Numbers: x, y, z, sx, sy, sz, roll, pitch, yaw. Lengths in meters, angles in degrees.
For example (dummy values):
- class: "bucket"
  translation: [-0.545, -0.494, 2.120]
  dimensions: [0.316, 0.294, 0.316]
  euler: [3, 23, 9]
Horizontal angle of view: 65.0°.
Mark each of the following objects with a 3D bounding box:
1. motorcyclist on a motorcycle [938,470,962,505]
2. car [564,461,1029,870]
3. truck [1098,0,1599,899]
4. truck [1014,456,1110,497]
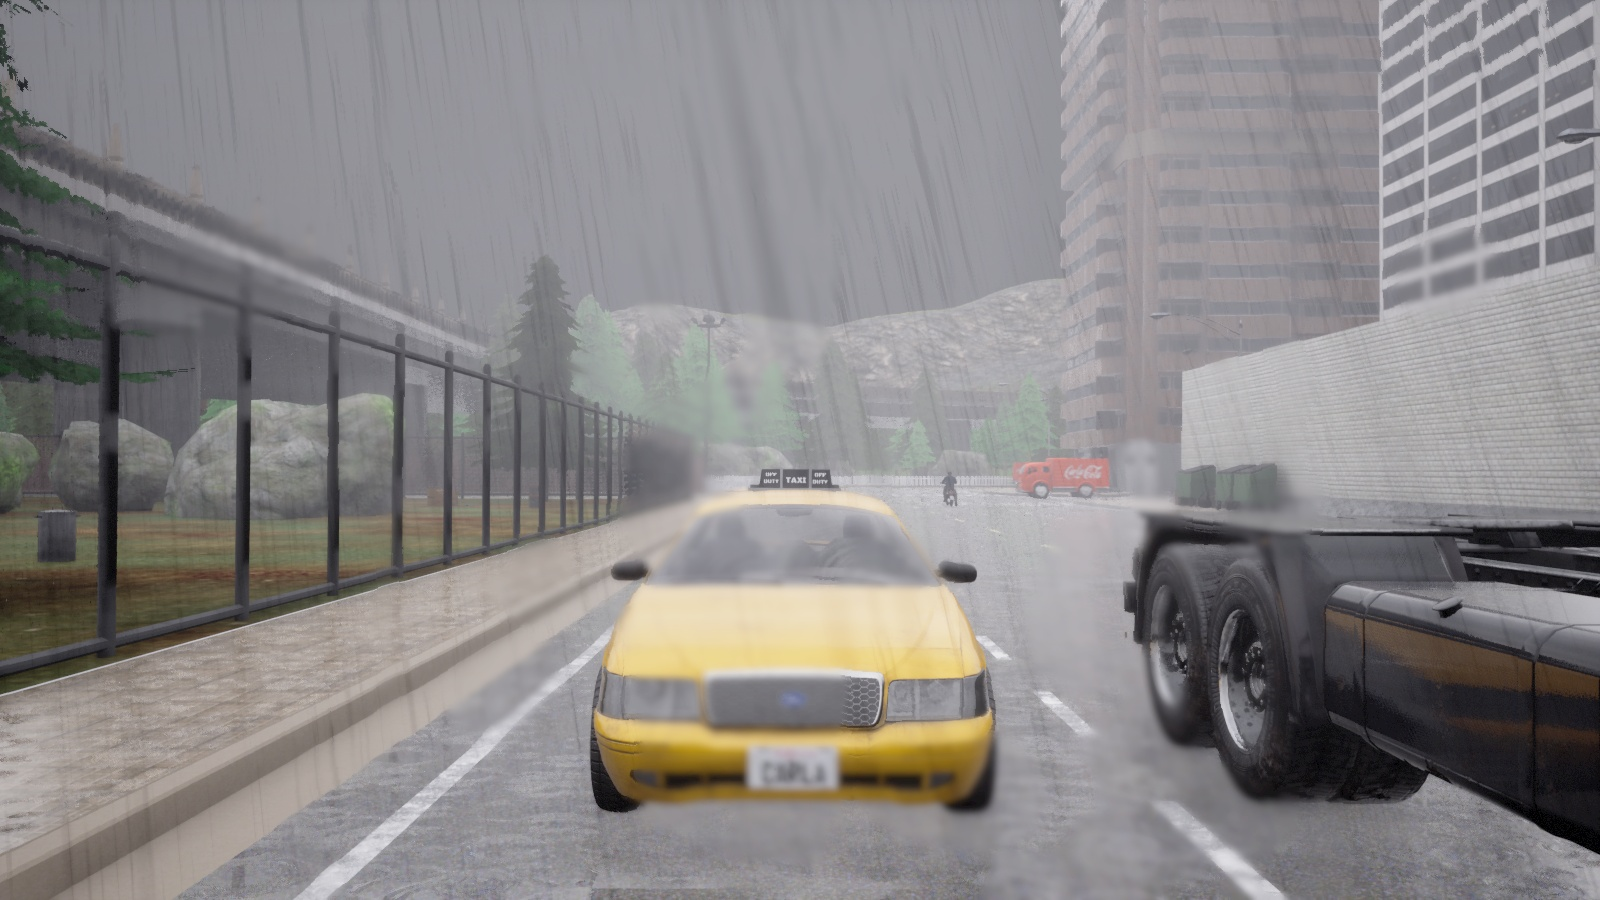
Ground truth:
- class: "motorcyclist on a motorcycle"
  translation: [6.835, 1.700, 57.291]
  dimensions: [0.866, 1.590, 1.817]
  euler: [0, -1, 0]
- class: "car"
  translation: [-0.022, 0.880, 7.560]
  dimensions: [1.801, 1.575, 5.366]
  euler: [0, -1, 0]
- class: "truck"
  translation: [3.483, -0.105, 4.529]
  dimensions: [2.891, 3.462, 7.936]
  euler: [0, -1, 0]
- class: "truck"
  translation: [15.715, 1.587, 75.571]
  dimensions: [5.204, 2.467, 2.627]
  euler: [0, -1, 0]
